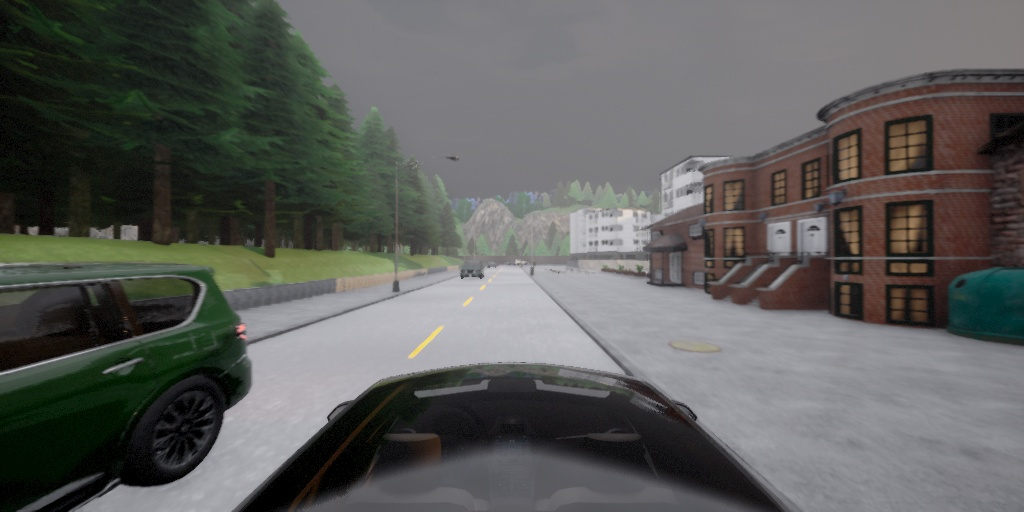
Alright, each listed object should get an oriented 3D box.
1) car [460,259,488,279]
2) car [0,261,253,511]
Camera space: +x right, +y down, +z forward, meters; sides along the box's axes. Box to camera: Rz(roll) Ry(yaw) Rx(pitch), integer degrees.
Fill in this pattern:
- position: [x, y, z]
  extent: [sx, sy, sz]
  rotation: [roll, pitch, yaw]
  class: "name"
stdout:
- position: [-3.983, 1.400, 36.887]
  extent: [2.150, 2.045, 5.566]
  rotation: [0, 1, 0]
  class: "car"
- position: [-3.996, 1.087, 1.720]
  extent: [2.150, 2.045, 5.566]
  rotation: [0, 1, 0]
  class: "car"
